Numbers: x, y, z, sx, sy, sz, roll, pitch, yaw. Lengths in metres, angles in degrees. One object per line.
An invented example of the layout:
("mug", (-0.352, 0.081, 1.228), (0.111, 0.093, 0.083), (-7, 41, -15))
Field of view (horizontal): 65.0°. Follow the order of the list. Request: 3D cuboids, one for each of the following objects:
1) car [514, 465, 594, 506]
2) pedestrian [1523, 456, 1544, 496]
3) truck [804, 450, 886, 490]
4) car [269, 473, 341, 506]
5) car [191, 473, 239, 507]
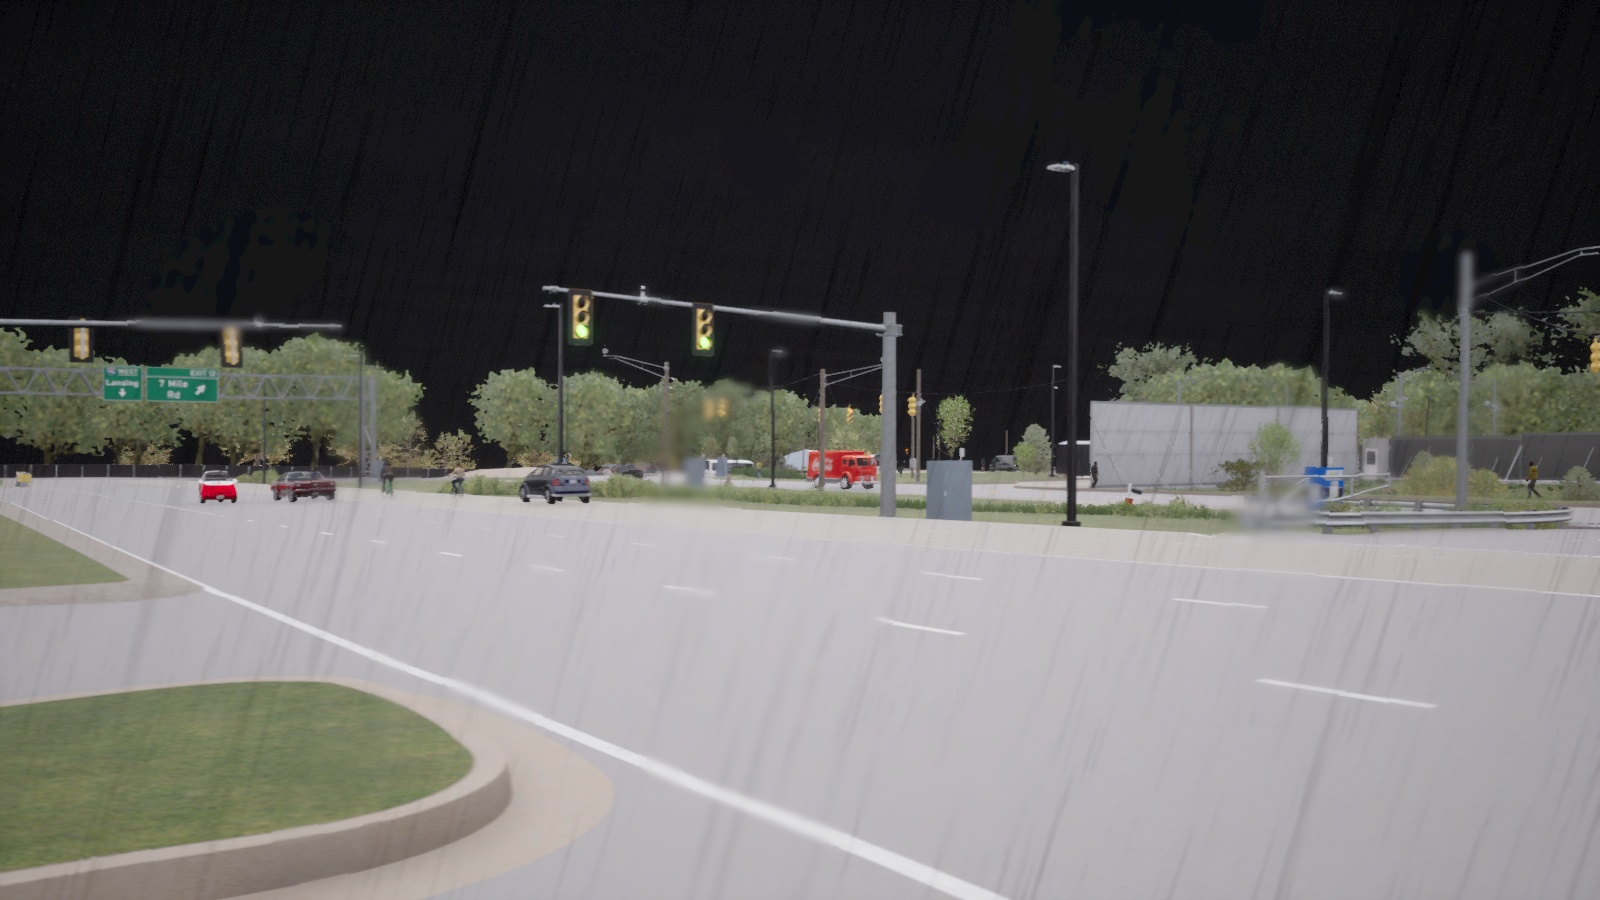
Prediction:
("car", (-9.773, 1.379, 49.770), (1.789, 1.549, 3.705), (0, -1, -35))
("pedestrian", (33.551, 1.179, 57.464), (0.370, 1.835, 0.726), (0, 1, -35))
("truck", (2.835, 1.263, 80.483), (2.627, 2.467, 5.204), (0, 0, -34))
("car", (-21.553, 1.678, 54.544), (1.895, 1.301, 4.718), (0, -1, -35))
("car", (-24.600, 1.654, 52.798), (1.481, 1.376, 2.207), (0, -1, -35))
